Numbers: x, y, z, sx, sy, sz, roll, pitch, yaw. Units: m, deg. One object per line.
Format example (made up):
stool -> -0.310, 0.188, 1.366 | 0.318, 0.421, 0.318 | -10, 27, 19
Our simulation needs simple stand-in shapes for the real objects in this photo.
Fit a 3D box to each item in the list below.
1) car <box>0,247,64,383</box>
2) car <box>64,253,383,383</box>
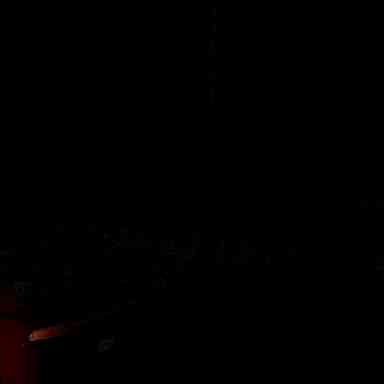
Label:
car -> -2.745, 1.506, 4.922 | 4.507, 1.381, 1.887 | 1, 1, 36
car -> 1.842, 1.320, 1.644 | 5.009, 1.841, 2.192 | 1, 1, 36
